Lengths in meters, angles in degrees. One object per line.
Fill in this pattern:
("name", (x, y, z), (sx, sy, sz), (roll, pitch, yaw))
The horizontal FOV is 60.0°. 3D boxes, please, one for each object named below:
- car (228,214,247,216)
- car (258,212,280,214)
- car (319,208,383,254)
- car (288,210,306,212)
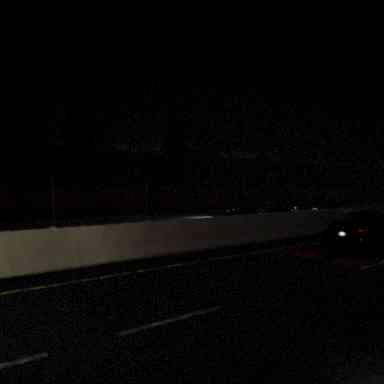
("car", (4.977, 1.319, 29.012), (4.892, 1.490, 1.837), (-1, 0, -35))
("car", (7.048, 1.305, 26.191), (4.902, 1.511, 2.128), (-1, 0, -35))
("car", (6.984, 1.447, 13.014), (4.181, 1.385, 1.994), (-1, 0, -35))
("car", (8.995, 1.167, 23.280), (4.553, 1.767, 2.097), (-1, 0, -35))
